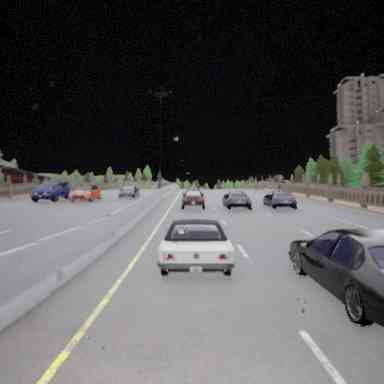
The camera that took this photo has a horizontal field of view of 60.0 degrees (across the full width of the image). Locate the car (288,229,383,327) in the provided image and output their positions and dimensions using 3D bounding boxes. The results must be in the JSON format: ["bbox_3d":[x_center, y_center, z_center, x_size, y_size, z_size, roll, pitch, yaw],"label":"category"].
[{"bbox_3d":[3.599,1.488,6.914,2.033,1.411,5.357,0,1,0],"label":"car"}]

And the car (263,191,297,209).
[{"bbox_3d":[7.098,0.580,27.221,1.994,1.385,4.181,0,3,0],"label":"car"}]

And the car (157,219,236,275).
[{"bbox_3d":[0.099,1.456,9.996,1.895,1.301,4.718,0,2,0],"label":"car"}]

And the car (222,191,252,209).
[{"bbox_3d":[3.598,0.585,27.116,1.994,1.385,4.181,0,3,0],"label":"car"}]

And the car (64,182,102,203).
[{"bbox_3d":[-10.595,0.060,33.218,2.097,1.767,4.553,0,3,0],"label":"car"}]

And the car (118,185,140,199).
[{"bbox_3d":[-7.089,-0.002,37.828,1.812,1.442,4.674,0,3,0],"label":"car"}]

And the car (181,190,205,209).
[{"bbox_3d":[0.098,0.523,27.575,1.812,1.442,4.674,0,3,0],"label":"car"}]

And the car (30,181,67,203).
[{"bbox_3d":[-14.096,-0.090,33.567,2.150,2.045,5.566,0,3,0],"label":"car"}]
